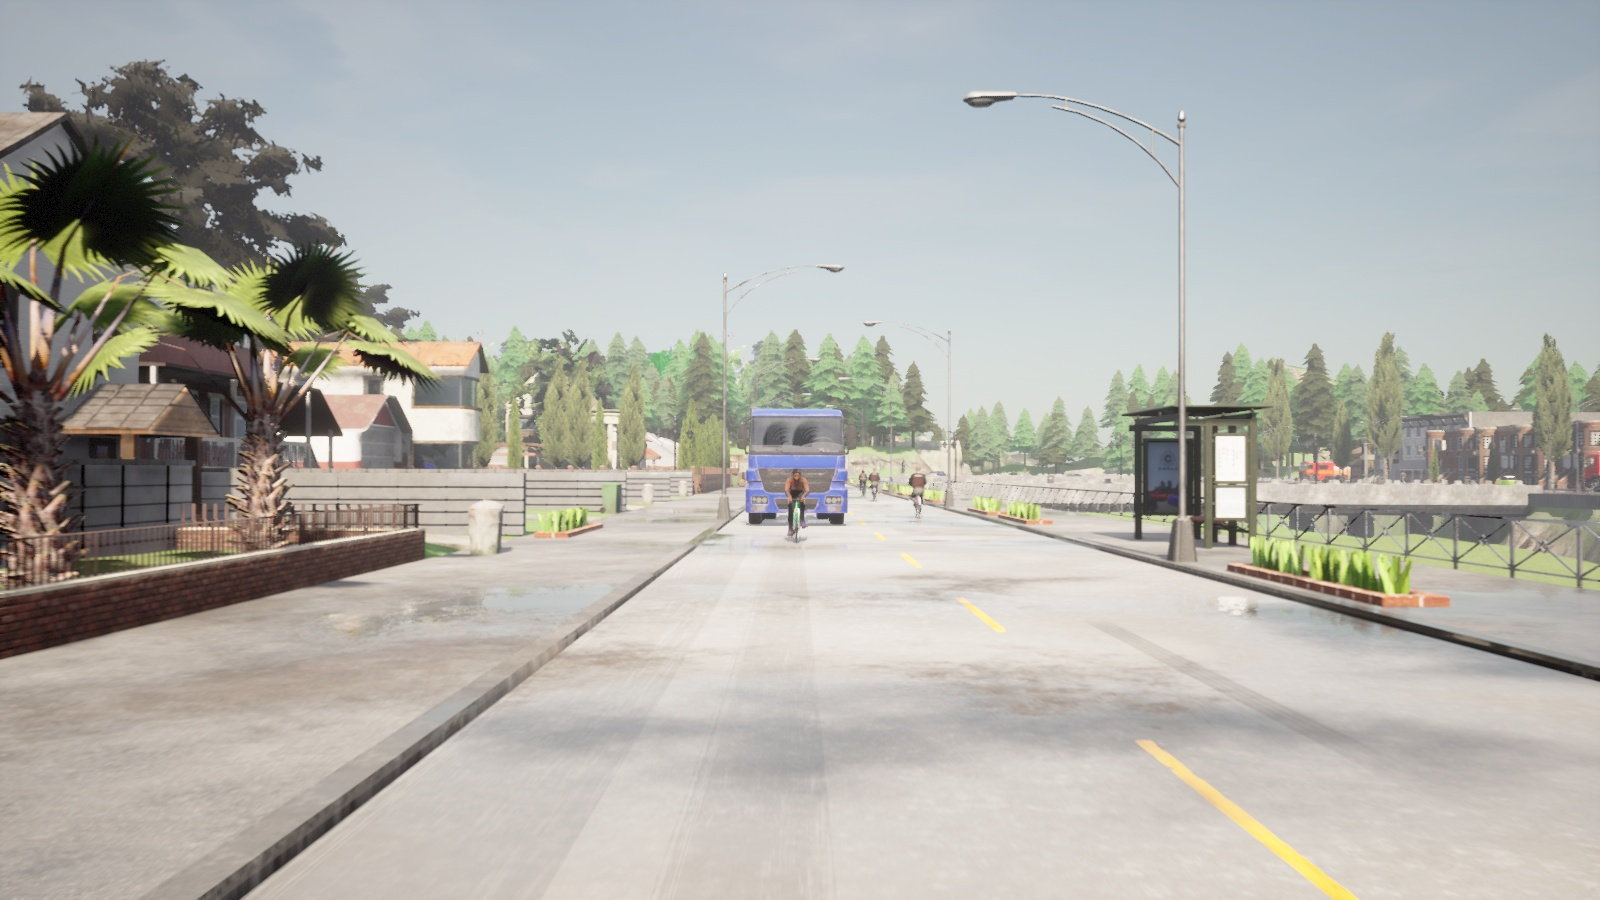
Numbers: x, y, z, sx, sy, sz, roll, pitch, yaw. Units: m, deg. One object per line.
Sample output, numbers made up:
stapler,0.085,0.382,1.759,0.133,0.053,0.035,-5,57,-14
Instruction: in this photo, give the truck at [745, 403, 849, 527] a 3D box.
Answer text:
truck,-0.096,0.484,38.910,2.891,3.462,7.936,0,-1,0

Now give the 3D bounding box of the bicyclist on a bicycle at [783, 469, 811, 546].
bicyclist on a bicycle,-0.065,1.226,27.371,0.582,1.620,1.656,0,-1,0
